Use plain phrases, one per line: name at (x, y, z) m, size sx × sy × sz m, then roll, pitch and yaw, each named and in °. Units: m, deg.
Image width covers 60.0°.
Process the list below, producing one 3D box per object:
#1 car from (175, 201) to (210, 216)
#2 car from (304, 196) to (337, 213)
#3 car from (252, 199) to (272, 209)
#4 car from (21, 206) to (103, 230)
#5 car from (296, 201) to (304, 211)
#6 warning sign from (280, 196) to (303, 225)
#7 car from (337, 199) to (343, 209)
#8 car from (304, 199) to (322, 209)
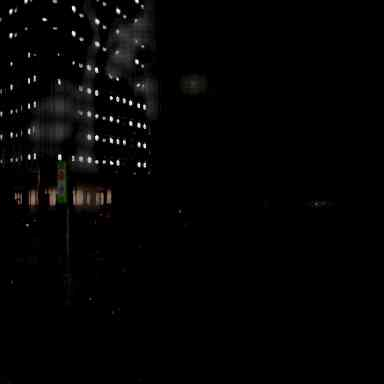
car at (0.135, 1.719, 35.631) m, size 2.128 × 1.511 × 4.902 m, roll 0°, pitch 0°, yaw 34°
car at (16.446, 1.499, 42.214) m, size 2.150 × 2.045 × 5.566 m, roll 0°, pitch -1°, yaw 34°
car at (11.000, 1.839, 51.847) m, size 1.882 × 1.535 × 5.008 m, roll 0°, pitch -1°, yaw 32°
car at (-8.665, 1.677, 22.733) m, size 2.033 × 1.411 × 5.357 m, roll 0°, pitch -1°, yaw 34°
car at (14.162, 1.898, 44.655) m, size 1.895 × 1.301 × 4.718 m, roll 0°, pitch -1°, yaw 33°
warning sign at (6.859, 1.249, 22.931) m, size 1.300 × 1.860 × 1.060 m, roll 0°, pitch 0°, yaw 34°
car at (21.955, 1.814, 51.034) m, size 1.882 × 1.535 × 5.008 m, roll 0°, pitch 0°, yaw 31°
car at (19.176, 1.876, 52.719) m, size 1.812 × 1.442 × 4.674 m, roll 0°, pitch 0°, yaw 31°
